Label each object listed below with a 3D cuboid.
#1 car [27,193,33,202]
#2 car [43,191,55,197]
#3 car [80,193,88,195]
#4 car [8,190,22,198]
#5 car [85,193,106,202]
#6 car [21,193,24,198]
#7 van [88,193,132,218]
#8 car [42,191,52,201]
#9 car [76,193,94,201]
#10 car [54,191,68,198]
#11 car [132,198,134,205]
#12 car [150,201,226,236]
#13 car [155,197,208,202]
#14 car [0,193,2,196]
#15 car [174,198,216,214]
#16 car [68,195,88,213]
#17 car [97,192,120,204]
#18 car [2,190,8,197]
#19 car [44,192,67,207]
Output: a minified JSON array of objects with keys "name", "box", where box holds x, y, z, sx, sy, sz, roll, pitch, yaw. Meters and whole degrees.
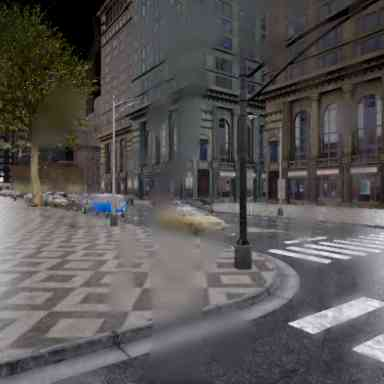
[{"name":"car","box":[-22.943,0.911,50.078,2.008,1.369,4.403,1,0,-35]},{"name":"car","box":[-35.429,0.471,82.526,1.802,1.307,4.206,1,0,-35]},{"name":"car","box":[-13.317,1.111,41.102,1.994,1.385,4.181,0,1,-35]},{"name":"car","box":[-35.905,0.483,68.429,1.967,1.590,4.097,1,0,-35]},{"name":"car","box":[-15.984,0.910,55.001,2.008,1.369,4.403,1,0,-35]},{"name":"car","box":[-26.184,0.830,54.666,2.008,1.369,4.403,1,0,-35]},{"name":"van","box":[-6.735,1.091,27.133,1.690,1.788,3.998,1,0,-35]},{"name":"car","box":[-19.702,0.992,45.490,2.008,1.369,4.403,1,0,-35]},{"name":"car","box":[-19.225,0.861,59.589,1.802,1.307,4.206,1,0,-35]},{"name":"car","box":[-28.947,0.587,73.351,1.887,1.381,4.507,1,0,-35]},{"name":"car","box":[-9.502,1.073,45.826,2.008,1.369,4.403,1,0,-35]},{"name":"car","box":[-0.155,1.398,17.813,1.752,1.417,4.829,1,0,-35]},{"name":"car","box":[-0.483,1.320,22.879,2.128,1.511,4.902,0,1,-35]},{"name":"car","box":[-45.629,0.254,82.194,1.967,1.590,4.097,1,0,-35]},{"name":"car","box":[0.221,1.315,32.060,1.947,1.339,4.313,1,0,-35]},{"name":"car","box":[-9.978,1.230,31.722,2.008,1.369,4.403,1,0,-35]},{"name":"car","box":[-12.741,0.880,50.414,1.967,1.590,4.097,1,0,-35]},{"name":"car","box":[-42.388,0.330,77.605,1.967,1.590,4.097,1,0,-35]},{"name":"car","box":[-16.363,1.051,40.763,1.752,1.417,4.829,1,0,-35]}]
